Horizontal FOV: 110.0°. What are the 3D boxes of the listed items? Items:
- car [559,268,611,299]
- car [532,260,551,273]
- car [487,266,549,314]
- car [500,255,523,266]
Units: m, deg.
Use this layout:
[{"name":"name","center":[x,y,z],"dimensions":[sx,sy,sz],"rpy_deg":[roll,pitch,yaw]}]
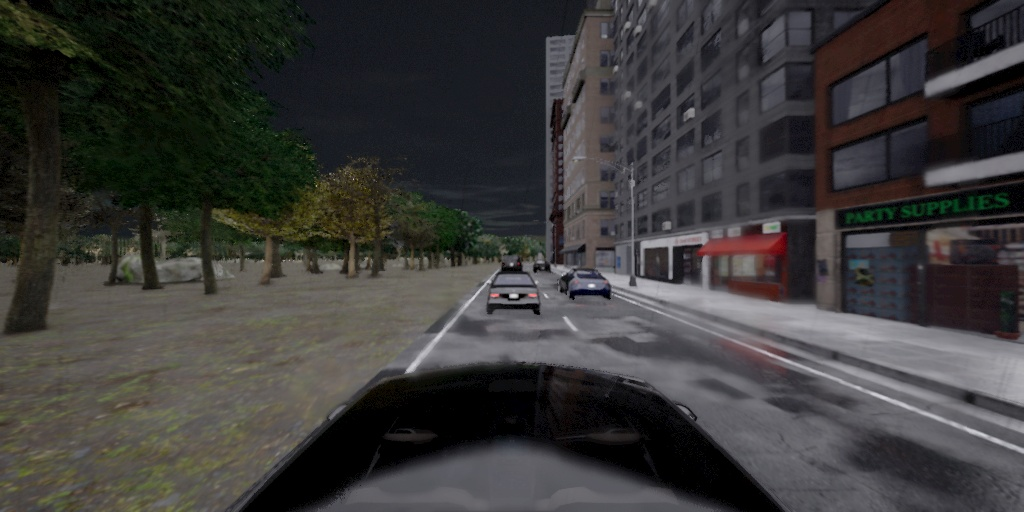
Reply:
[{"name":"car","center":[3.531,1.292,17.953],"dimensions":[1.994,1.385,4.181],"rpy_deg":[0,0,0]},{"name":"car","center":[3.446,1.190,42.409],"dimensions":[1.882,1.535,5.008],"rpy_deg":[0,0,0]},{"name":"car","center":[0.046,1.283,13.606],"dimensions":[2.033,1.411,5.357],"rpy_deg":[0,0,0]},{"name":"car","center":[-0.042,0.921,36.331],"dimensions":[2.150,2.045,5.566],"rpy_deg":[0,0,0]}]
